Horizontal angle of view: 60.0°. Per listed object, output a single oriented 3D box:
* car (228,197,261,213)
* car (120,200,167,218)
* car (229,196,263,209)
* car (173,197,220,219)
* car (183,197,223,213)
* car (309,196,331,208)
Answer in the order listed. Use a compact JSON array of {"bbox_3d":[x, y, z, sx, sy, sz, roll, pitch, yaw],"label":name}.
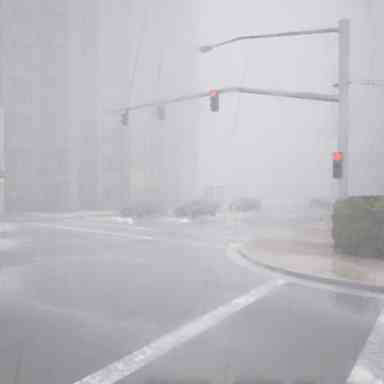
[{"bbox_3d":[5.540,1.299,34.706,2.128,1.511,4.902,1,0,37],"label":"car"},{"bbox_3d":[-3.988,1.356,27.769,1.994,1.385,4.181,1,0,37],"label":"car"},{"bbox_3d":[6.977,1.313,42.463,2.033,1.411,5.357,1,0,37],"label":"car"},{"bbox_3d":[0.283,1.384,27.649,1.994,1.385,4.181,1,1,37],"label":"car"},{"bbox_3d":[1.243,1.305,34.791,1.812,1.442,4.674,1,0,37],"label":"car"},{"bbox_3d":[16.964,1.324,43.912,1.837,1.490,4.892,1,0,37],"label":"car"}]
